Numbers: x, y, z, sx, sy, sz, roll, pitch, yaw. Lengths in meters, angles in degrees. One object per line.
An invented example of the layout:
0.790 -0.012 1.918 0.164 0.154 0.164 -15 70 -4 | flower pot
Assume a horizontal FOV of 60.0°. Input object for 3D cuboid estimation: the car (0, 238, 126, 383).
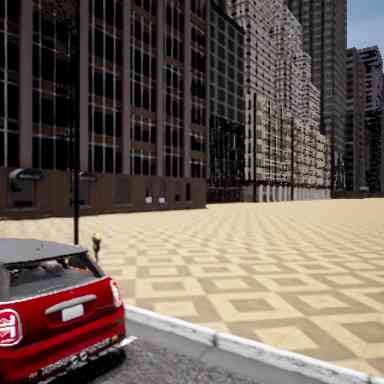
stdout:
-2.962 1.416 4.984 4.097 1.590 1.967 0 0 35 | car
